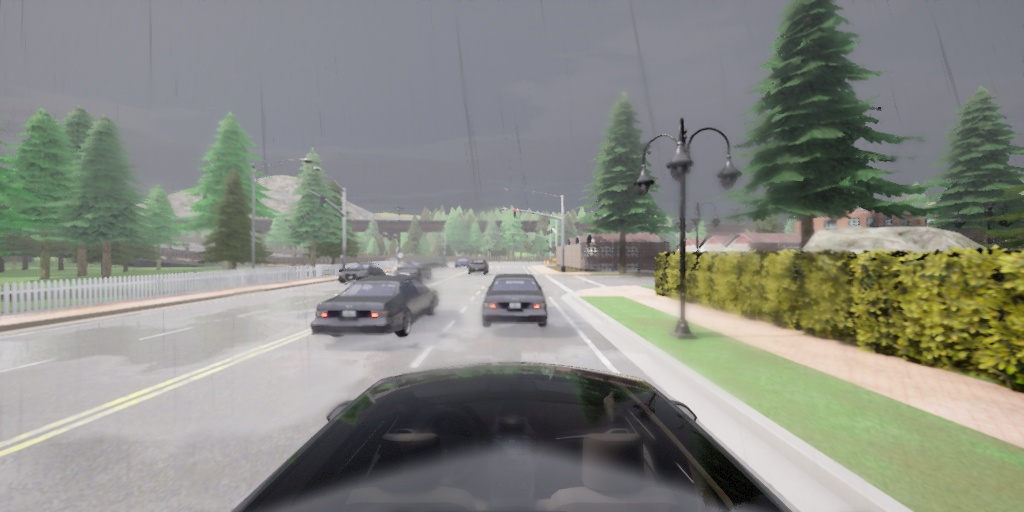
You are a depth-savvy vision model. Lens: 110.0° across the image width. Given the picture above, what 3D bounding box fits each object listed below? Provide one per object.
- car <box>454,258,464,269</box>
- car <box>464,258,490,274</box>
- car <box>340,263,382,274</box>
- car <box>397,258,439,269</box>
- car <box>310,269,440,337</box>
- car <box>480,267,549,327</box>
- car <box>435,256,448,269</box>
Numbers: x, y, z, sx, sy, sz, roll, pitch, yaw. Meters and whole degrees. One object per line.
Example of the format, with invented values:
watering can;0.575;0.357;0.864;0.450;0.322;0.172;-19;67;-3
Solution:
car;-7.017;1.027;51.322;1.812;1.442;4.674;0;0;0
car;-3.396;1.063;37.274;2.128;1.511;4.902;0;0;0
car;-10.596;1.195;25.532;1.994;1.385;4.181;0;0;0
car;-7.096;1.120;26.006;2.128;1.511;4.902;0;0;0
car;-3.415;1.256;10.075;2.033;1.411;5.357;0;0;0
car;0.086;1.249;11.290;2.033;1.411;5.357;0;0;0
car;-10.519;0.852;51.343;2.097;1.767;4.553;0;0;0
